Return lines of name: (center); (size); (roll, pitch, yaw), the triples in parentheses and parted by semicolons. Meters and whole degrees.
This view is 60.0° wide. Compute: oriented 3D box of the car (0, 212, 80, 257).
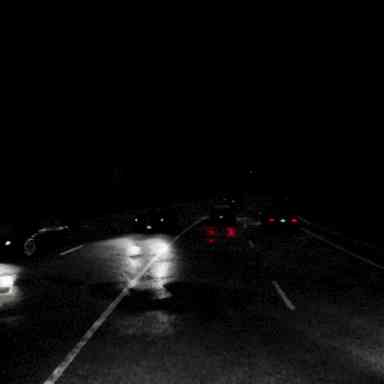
car: (-6.335, 1.534, 13.241); (2.033, 1.411, 5.357); (0, 0, 5)

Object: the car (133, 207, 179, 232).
car: (-2.053, 1.598, 20.150); (1.895, 1.301, 4.718); (0, 0, 7)

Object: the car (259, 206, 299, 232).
car: (5.154, 1.565, 20.108); (2.033, 1.411, 5.357); (0, 0, 8)

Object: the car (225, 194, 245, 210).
car: (5.469, 1.206, 42.430); (2.150, 2.045, 5.566); (0, 0, 12)

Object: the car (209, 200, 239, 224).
car: (2.332, 1.536, 24.883); (1.812, 1.442, 4.674); (0, 0, 9)
